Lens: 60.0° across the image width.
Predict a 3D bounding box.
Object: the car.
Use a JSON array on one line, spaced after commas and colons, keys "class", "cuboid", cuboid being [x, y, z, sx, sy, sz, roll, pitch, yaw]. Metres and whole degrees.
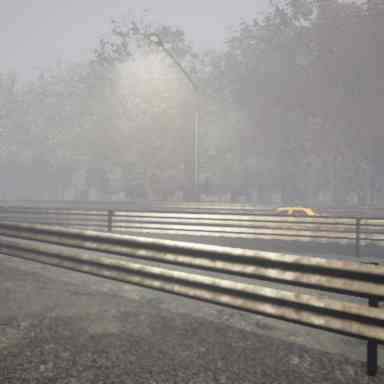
[{"class": "car", "cuboid": [4.954, 1.465, 17.501, 5.366, 1.575, 1.801, 1, 0, 20]}]
